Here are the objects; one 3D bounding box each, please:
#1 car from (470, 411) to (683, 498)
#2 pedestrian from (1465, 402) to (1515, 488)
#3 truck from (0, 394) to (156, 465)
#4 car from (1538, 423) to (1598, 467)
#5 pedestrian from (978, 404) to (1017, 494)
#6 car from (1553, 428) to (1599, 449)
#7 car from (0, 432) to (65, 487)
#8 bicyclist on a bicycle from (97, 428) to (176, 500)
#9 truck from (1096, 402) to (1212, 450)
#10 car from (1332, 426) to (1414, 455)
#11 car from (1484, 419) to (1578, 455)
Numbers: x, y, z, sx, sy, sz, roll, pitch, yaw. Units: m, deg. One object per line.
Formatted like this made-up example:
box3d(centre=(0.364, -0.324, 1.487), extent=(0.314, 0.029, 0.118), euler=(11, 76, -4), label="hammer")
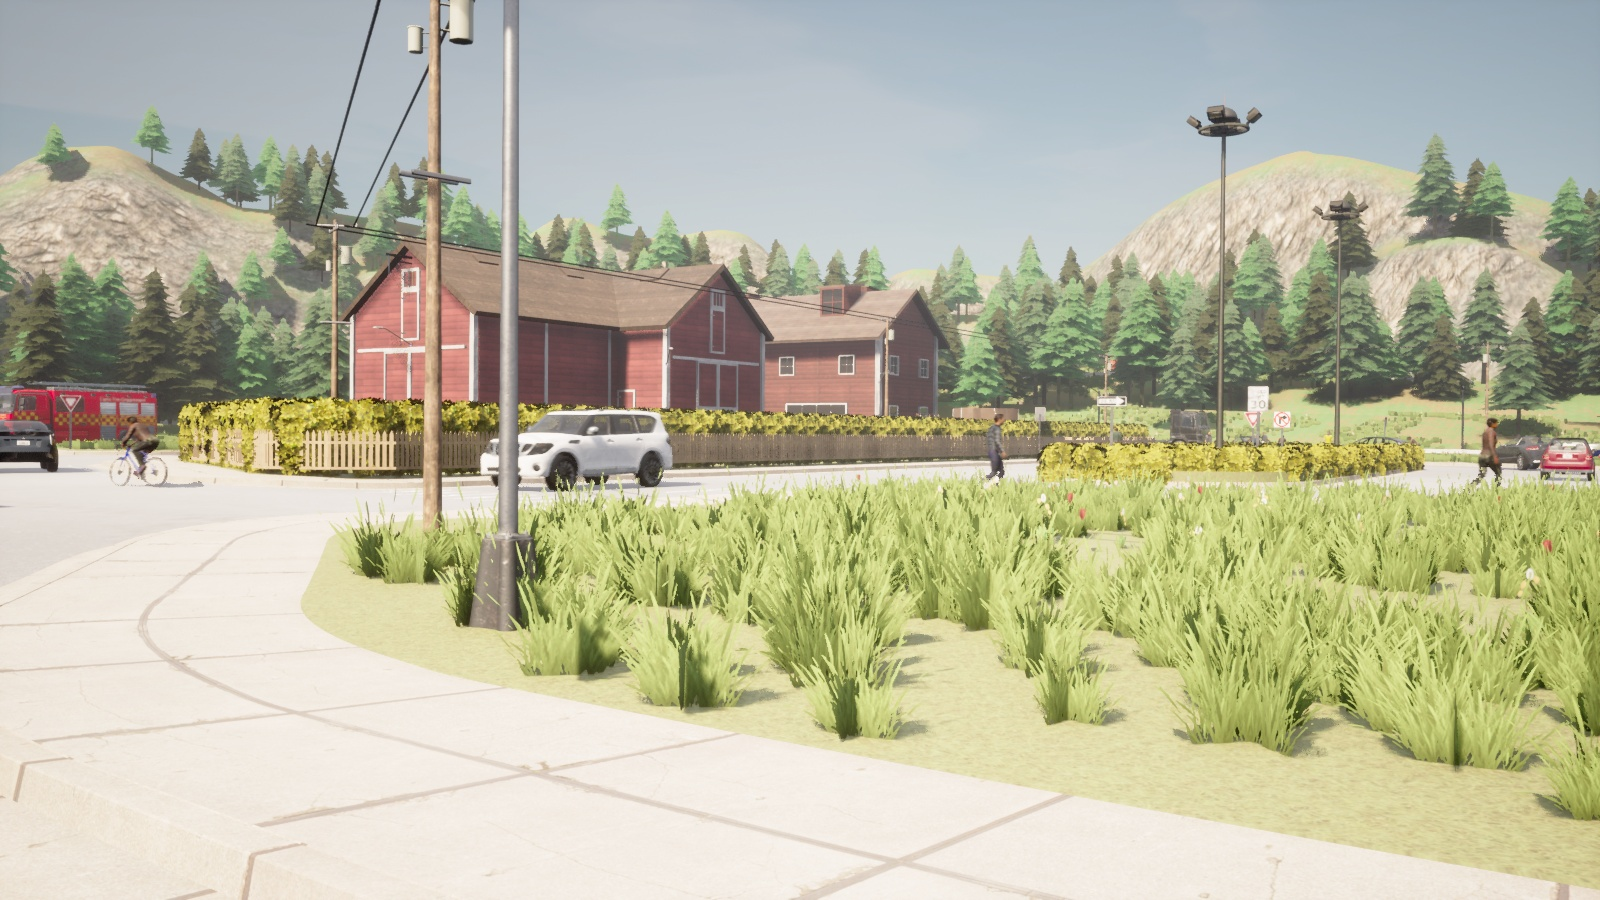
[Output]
box3d(centre=(-5.607, 0.060, 32.331), extent=(2.150, 2.045, 5.566), euler=(0, 1, 33), label="car")
box3d(centre=(14.653, -0.110, 26.689), extent=(0.869, 1.805, 0.328), euler=(0, 1, 4), label="pedestrian")
box3d(centre=(-42.205, -1.182, 72.560), extent=(2.891, 3.827, 8.468), euler=(0, 1, 34), label="truck")
box3d(centre=(28.416, -0.185, 46.426), extent=(1.789, 1.549, 3.705), euler=(0, 1, 33), label="car")
box3d(centre=(4.298, -0.025, 27.296), extent=(0.788, 1.949, 0.423), euler=(0, 1, 3), label="pedestrian")
box3d(centre=(50.155, -0.701, 79.009), extent=(4.718, 1.301, 1.895), euler=(0, 1, 34), label="car")
box3d(centre=(-23.140, 0.236, 37.163), extent=(2.007, 1.525, 4.514), euler=(-1, 1, -35), label="car")
box3d(centre=(-15.098, 0.326, 28.577), extent=(1.656, 1.620, 0.582), euler=(-1, -1, 16), label="bicyclist on a bicycle")
box3d(centre=(26.601, -1.782, 94.525), extent=(7.936, 3.462, 2.891), euler=(0, 1, 33), label="truck")
box3d(centre=(31.191, -0.506, 68.387), extent=(3.705, 1.549, 1.789), euler=(0, 1, 44), label="car")
box3d(centre=(35.262, -0.638, 60.728), extent=(2.152, 1.651, 5.027), euler=(0, 1, 7), label="car")
